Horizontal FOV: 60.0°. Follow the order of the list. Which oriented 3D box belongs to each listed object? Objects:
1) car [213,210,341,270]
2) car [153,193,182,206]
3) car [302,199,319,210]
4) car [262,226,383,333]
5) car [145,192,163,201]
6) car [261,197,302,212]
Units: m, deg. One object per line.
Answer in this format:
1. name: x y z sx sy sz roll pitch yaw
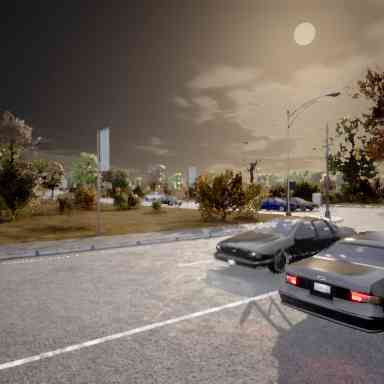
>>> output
1. car: 3.242 1.519 10.681 5.357 1.411 2.033 0 0 -36
2. car: -3.442 1.340 51.026 2.128 1.511 4.902 -1 0 -39
3. car: 11.644 1.365 37.942 2.033 1.411 5.357 -1 0 -39
4. car: 4.055 1.529 6.668 5.357 1.411 2.033 0 0 -36
5. car: -8.339 1.009 73.975 2.150 2.045 5.566 -1 0 -38
6. car: 8.864 1.319 35.808 1.882 1.535 5.008 -1 0 -40
